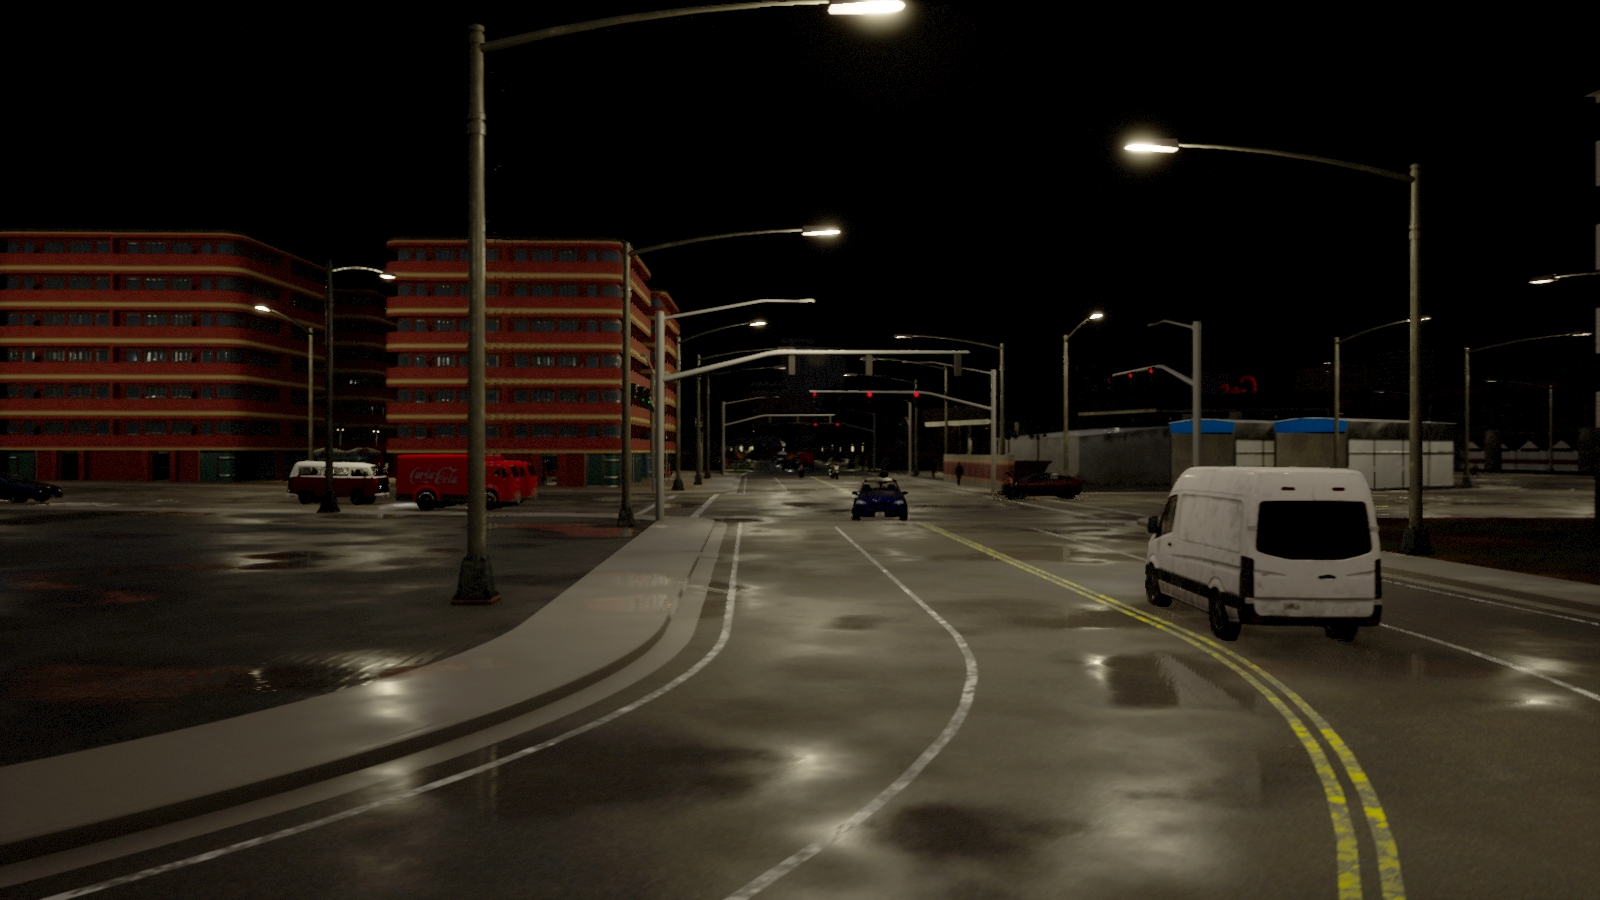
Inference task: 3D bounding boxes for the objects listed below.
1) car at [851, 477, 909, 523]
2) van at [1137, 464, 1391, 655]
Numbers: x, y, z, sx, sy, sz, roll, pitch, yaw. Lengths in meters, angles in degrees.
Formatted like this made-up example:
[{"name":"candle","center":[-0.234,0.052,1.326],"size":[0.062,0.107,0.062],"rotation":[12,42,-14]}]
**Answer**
[{"name":"car","center":[3.247,2.004,46.859],"size":[2.242,1.667,4.611],"rotation":[0,0,3]},{"name":"van","center":[7.278,1.549,18.757],"size":[1.988,2.561,5.915],"rotation":[0,0,3]}]
